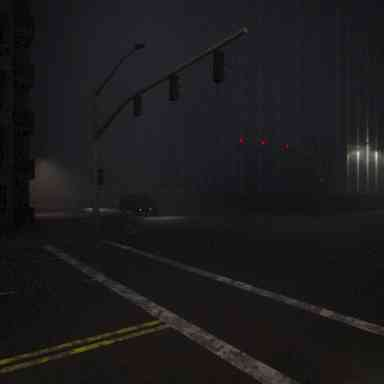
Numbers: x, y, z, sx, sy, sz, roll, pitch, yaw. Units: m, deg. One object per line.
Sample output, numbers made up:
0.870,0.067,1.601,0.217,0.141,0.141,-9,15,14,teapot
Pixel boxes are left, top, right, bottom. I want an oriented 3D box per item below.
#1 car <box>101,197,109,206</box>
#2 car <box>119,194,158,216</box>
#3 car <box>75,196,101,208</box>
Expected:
-15.039,1.478,53.628,1.882,1.535,5.008,0,0,-35,car
-5.503,1.222,33.571,2.150,2.045,5.566,0,0,-35,car
-15.348,1.492,47.738,2.128,1.511,4.902,0,0,-35,car
